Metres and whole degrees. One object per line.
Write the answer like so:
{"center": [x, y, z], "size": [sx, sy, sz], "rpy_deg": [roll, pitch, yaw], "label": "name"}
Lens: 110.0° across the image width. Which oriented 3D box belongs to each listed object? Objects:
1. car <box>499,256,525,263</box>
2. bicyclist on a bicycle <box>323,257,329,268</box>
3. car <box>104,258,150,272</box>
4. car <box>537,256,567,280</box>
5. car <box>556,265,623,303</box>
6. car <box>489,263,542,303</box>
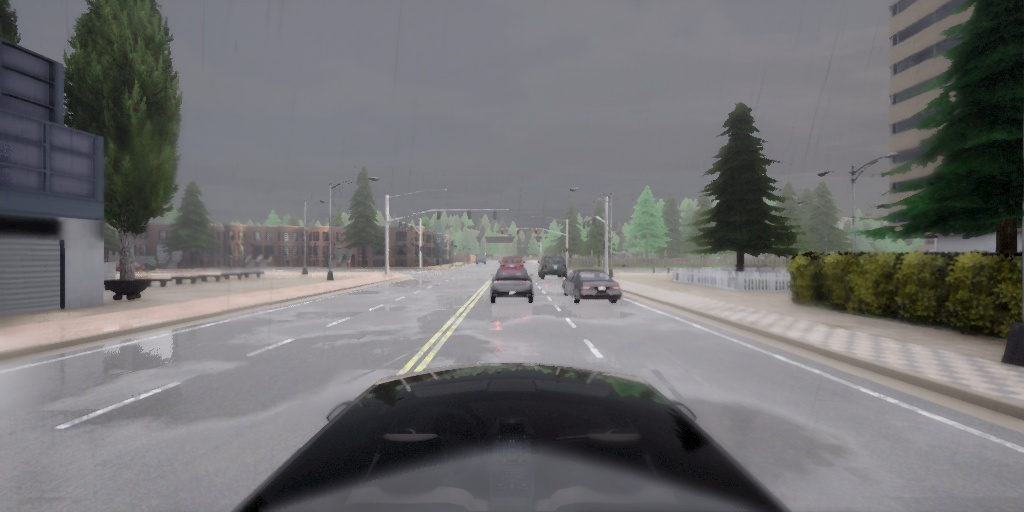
{"center": [0.000, 1.007, 31.530], "size": [2.150, 2.045, 5.566], "rpy_deg": [0, 0, 0], "label": "car"}
{"center": [-28.820, 1.051, 55.612], "size": [0.582, 1.620, 1.656], "rpy_deg": [0, 0, -1], "label": "bicyclist on a bicycle"}
{"center": [-47.880, 1.282, 43.611], "size": [4.674, 1.442, 1.812], "rpy_deg": [0, 0, -26], "label": "car"}
{"center": [3.500, 1.007, 31.530], "size": [2.150, 2.045, 5.566], "rpy_deg": [0, 0, 0], "label": "car"}
{"center": [3.500, 1.312, 16.500], "size": [2.033, 1.411, 5.357], "rpy_deg": [0, 0, 0], "label": "car"}
{"center": [0.000, 1.244, 16.500], "size": [2.128, 1.511, 4.902], "rpy_deg": [0, 0, 0], "label": "car"}
